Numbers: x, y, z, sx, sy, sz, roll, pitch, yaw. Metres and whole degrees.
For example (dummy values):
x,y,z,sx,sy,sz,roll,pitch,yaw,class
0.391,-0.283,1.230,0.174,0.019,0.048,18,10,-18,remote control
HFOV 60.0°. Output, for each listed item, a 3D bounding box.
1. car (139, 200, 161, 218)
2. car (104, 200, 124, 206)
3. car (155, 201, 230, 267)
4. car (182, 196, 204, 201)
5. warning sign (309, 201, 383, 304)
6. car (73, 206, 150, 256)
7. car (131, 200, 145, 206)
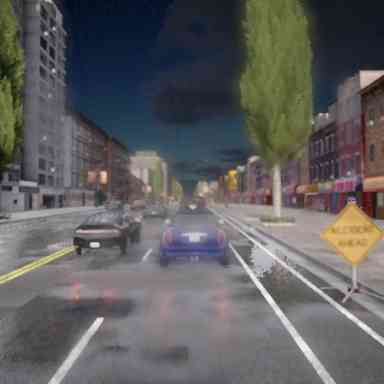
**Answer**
x,y,z,sx,sy,sz,roll,pitch,yaw,class
-3.154,1.706,29.412,1.994,1.385,4.181,0,-1,0,car
-9.830,1.774,42.210,1.837,1.490,4.892,0,-1,0,car
0.081,1.372,11.633,2.097,1.767,4.553,0,0,0,car
0.092,1.346,27.627,2.150,2.045,5.566,0,-1,0,car
3.202,1.119,6.639,1.300,1.860,1.060,-2,-2,0,warning sign
-3.161,1.520,13.293,2.128,1.511,4.902,0,0,0,car
-6.581,1.747,42.172,1.882,1.535,5.008,0,-1,0,car
